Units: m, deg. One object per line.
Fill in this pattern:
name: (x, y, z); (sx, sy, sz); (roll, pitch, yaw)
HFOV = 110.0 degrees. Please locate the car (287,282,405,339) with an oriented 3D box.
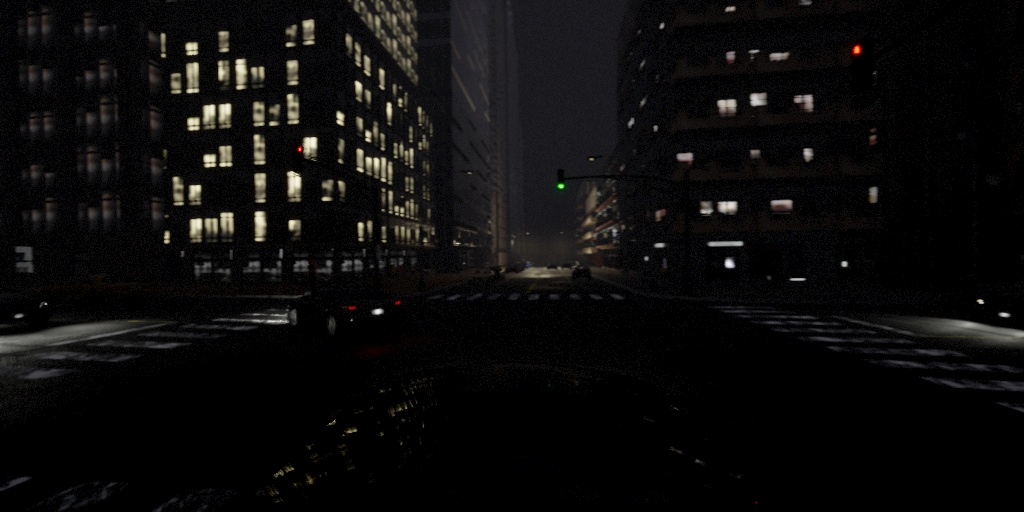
car: (-5.071, 1.477, 10.804); (4.181, 1.385, 1.994); (-1, -1, 41)

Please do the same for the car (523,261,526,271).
car: (0.758, 1.892, 57.577); (1.802, 1.307, 4.207); (0, 0, 6)

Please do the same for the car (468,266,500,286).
car: (-2.379, 1.590, 29.309); (1.751, 1.417, 4.829); (0, 0, 6)

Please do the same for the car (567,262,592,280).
car: (6.592, 1.542, 34.175); (2.007, 1.370, 4.403); (0, 0, 6)

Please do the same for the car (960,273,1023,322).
car: (16.628, 1.272, 9.871); (5.357, 1.411, 2.033); (0, 0, 7)

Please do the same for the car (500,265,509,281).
car: (-1.737, 1.679, 35.098); (1.948, 1.339, 4.313); (0, 0, 6)

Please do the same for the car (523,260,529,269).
car: (1.381, 1.904, 63.197); (1.888, 1.381, 4.507); (0, 0, 6)

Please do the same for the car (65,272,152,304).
car: (-19.819, 1.456, 17.010); (4.829, 1.417, 1.751); (0, 0, 7)

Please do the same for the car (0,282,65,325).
car: (-16.684, 1.480, 10.806); (4.674, 1.442, 1.812); (0, 0, 8)

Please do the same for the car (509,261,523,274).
car: (0.134, 1.806, 51.957); (1.888, 1.381, 4.507); (0, 0, 6)

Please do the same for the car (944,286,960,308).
car: (17.871, 1.249, 12.329); (4.403, 1.370, 2.007); (0, 0, 7)

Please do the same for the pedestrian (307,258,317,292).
pedestrian: (-10.459, 0.995, 18.835); (0.375, 1.860, 0.375); (-1, 0, 7)
